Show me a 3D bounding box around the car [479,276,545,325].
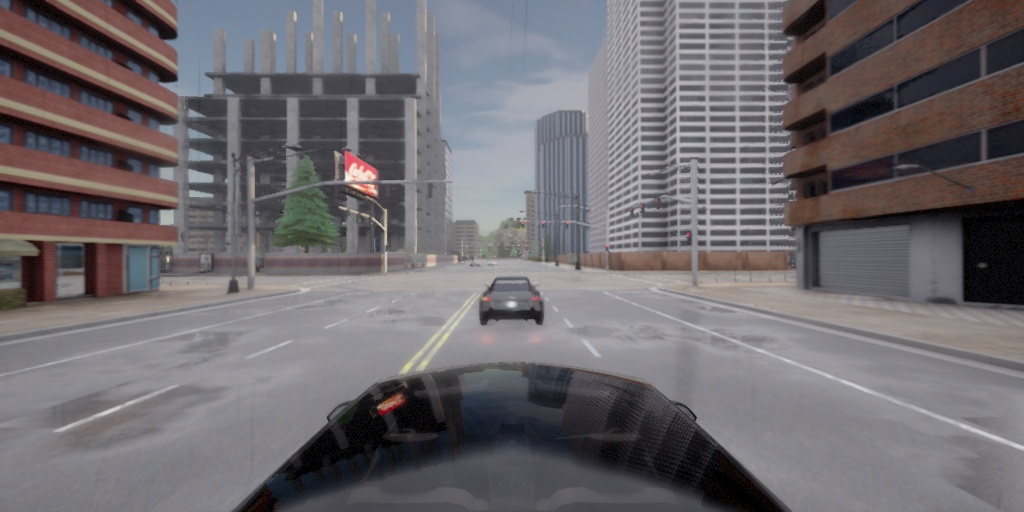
[{"bbox_3d":[-0.009,1.342,12.036,1.994,1.385,4.181,0,0,0],"label":"car"}]
